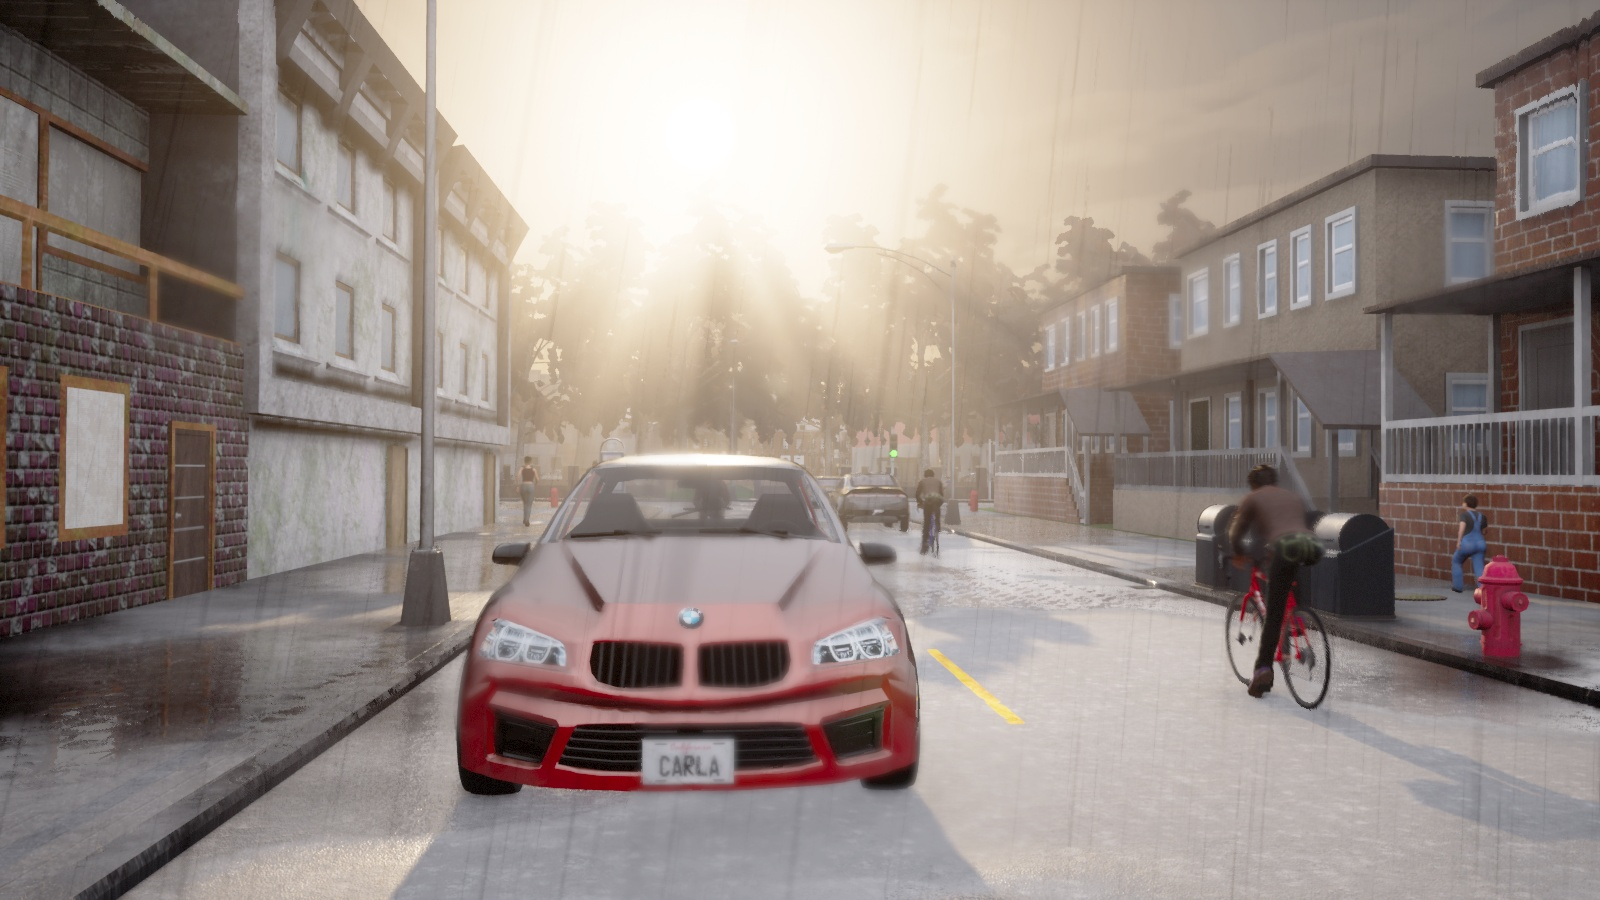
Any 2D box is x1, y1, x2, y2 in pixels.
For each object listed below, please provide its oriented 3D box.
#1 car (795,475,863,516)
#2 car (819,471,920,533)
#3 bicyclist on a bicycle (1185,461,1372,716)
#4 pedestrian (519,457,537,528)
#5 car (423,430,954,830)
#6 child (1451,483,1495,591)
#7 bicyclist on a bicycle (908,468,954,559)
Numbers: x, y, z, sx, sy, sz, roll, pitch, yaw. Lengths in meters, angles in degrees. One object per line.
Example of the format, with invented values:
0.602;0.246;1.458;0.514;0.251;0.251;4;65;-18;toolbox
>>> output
0.987;1.632;46.189;2.033;1.411;5.357;0;-1;-4;car
1.772;1.327;33.608;2.128;1.511;4.902;0;-1;-4;car
3.319;0.903;8.876;0.582;1.620;1.656;0;-1;-4;bicyclist on a bicycle
-7.055;1.098;32.590;0.345;1.836;0.594;0;-1;-2;pedestrian
-0.613;0.789;7.633;2.242;1.667;4.611;0;-1;-4;car
7.972;1.022;14.886;0.270;1.263;0.437;0;-1;1;child
2.415;1.148;23.316;0.582;1.620;1.656;0;-1;-4;bicyclist on a bicycle
